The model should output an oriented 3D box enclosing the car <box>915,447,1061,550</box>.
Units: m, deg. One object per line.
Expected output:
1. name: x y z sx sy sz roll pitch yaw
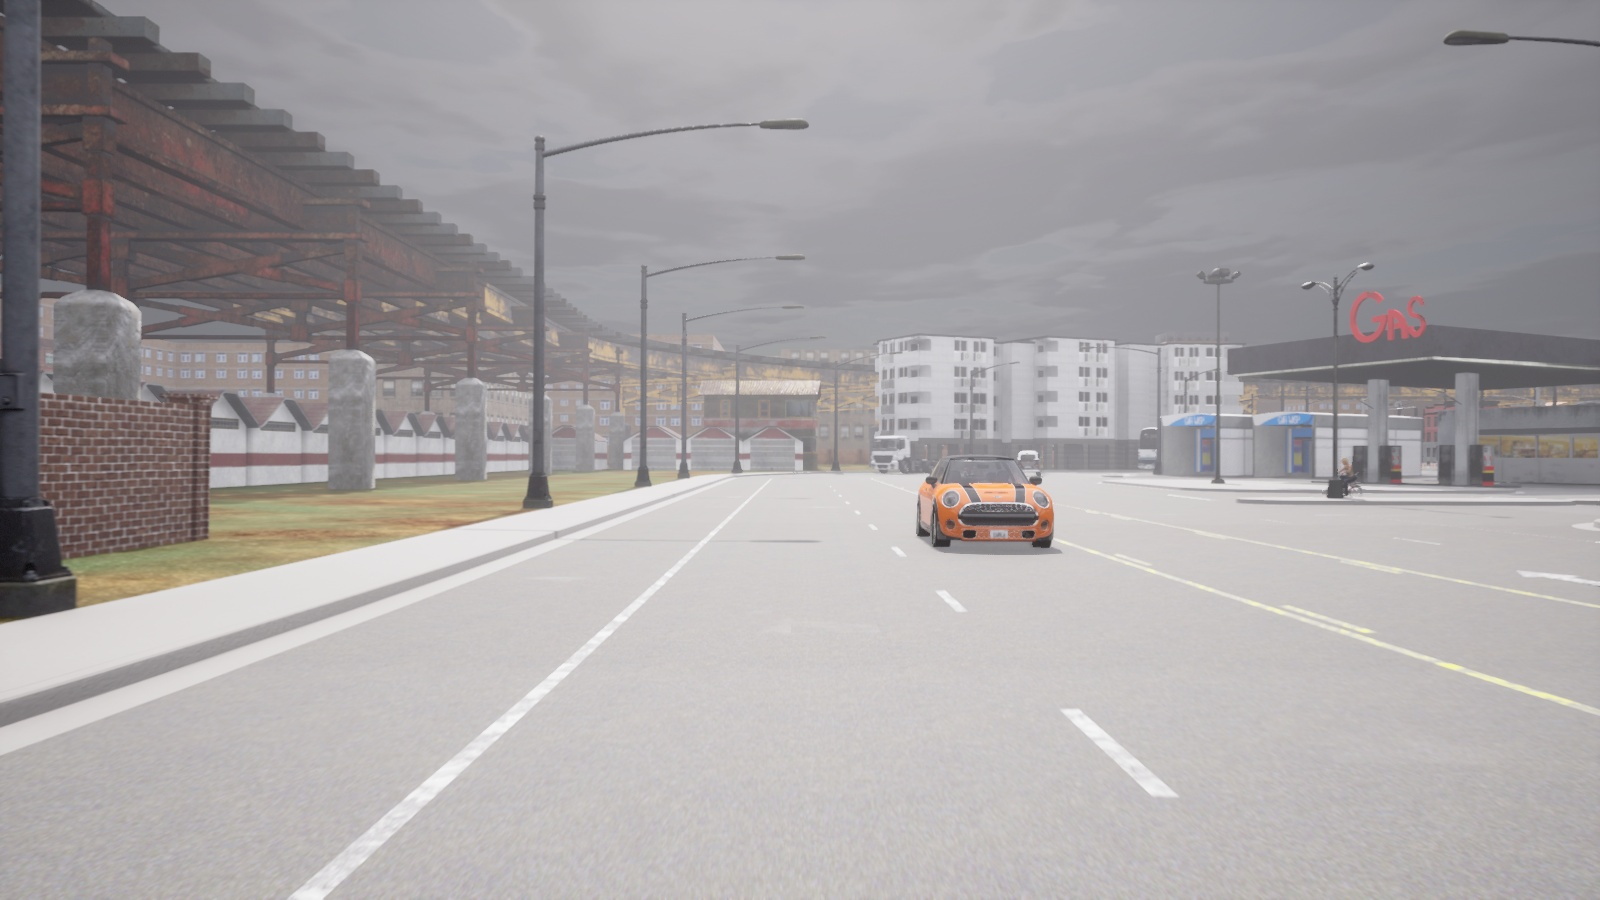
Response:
1. car: 3.445 0.851 23.908 2.097 1.767 4.553 0 0 0
